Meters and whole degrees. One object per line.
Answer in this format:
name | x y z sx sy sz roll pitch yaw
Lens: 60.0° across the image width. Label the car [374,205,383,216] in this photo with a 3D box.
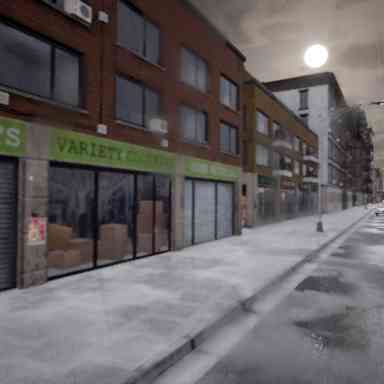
car | 25.475 2.410 44.203 1.812 1.442 4.674 0 -1 31
